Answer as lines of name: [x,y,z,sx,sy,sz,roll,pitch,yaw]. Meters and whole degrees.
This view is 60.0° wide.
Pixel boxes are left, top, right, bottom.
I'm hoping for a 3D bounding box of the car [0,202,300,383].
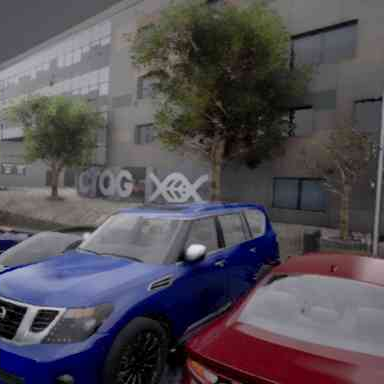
car: [-0.375,1.237,5.517,2.435,2.045,5.566,0,0,36]
